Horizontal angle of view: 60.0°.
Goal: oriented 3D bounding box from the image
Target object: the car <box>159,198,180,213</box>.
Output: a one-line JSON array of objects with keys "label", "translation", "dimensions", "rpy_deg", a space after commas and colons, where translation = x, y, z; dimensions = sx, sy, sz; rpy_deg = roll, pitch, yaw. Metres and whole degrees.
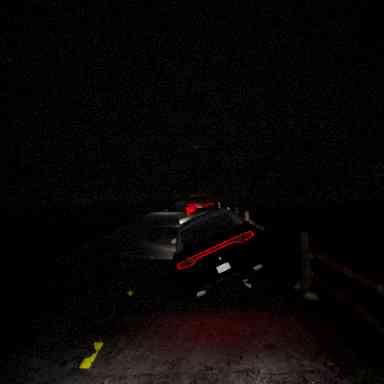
[{"label": "car", "translation": [-2.908, 1.687, 40.236], "dimensions": [2.033, 1.411, 5.357], "rpy_deg": [0, 0, 0]}]

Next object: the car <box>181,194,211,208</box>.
[{"label": "car", "translation": [0.687, 1.239, 24.495], "dimensions": [2.150, 2.045, 5.566], "rpy_deg": [-3, -2, 3]}]

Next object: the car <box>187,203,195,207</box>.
[{"label": "car", "translation": [0.799, 1.569, 18.552], "dimensions": [1.812, 1.442, 4.674], "rpy_deg": [0, 0, 0]}]

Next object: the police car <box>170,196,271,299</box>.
[{"label": "police car", "translation": [0.488, 1.210, 8.672], "dimensions": [1.930, 1.638, 5.238], "rpy_deg": [-25, 0, 0]}]

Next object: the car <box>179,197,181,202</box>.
[{"label": "car", "translation": [-2.881, 2.184, 89.223], "dimensions": [1.837, 1.490, 4.892], "rpy_deg": [0, -1, 0]}]

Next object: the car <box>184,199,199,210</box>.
[{"label": "car", "translation": [-0.055, 1.731, 46.487], "dimensions": [2.033, 1.411, 5.357], "rpy_deg": [0, 0, 0]}]
